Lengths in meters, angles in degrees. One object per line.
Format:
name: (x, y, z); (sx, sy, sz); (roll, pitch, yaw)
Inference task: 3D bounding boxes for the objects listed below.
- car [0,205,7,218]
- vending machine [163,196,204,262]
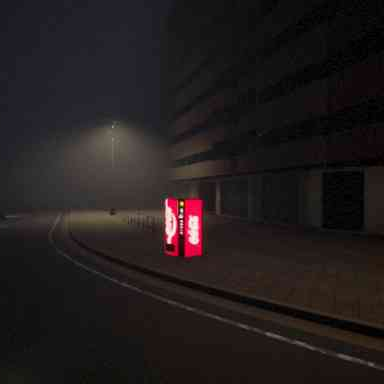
car: (-16.233, 1.526, 26.631); (1.812, 1.442, 4.674); (0, 0, -20)
vending machine: (-0.287, 1.195, 11.318); (1.100, 2.100, 0.880); (0, 0, -39)
